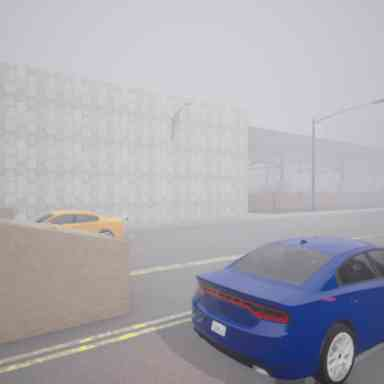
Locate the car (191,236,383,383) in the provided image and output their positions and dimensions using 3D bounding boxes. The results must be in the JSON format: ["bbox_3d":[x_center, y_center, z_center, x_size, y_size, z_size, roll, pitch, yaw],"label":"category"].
[{"bbox_3d":[2.329,1.472,5.413,5.008,1.535,1.882,0,0,-36],"label":"car"}]

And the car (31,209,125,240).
[{"bbox_3d":[-5.152,1.473,13.177,5.008,1.535,1.882,0,0,-35],"label":"car"}]
